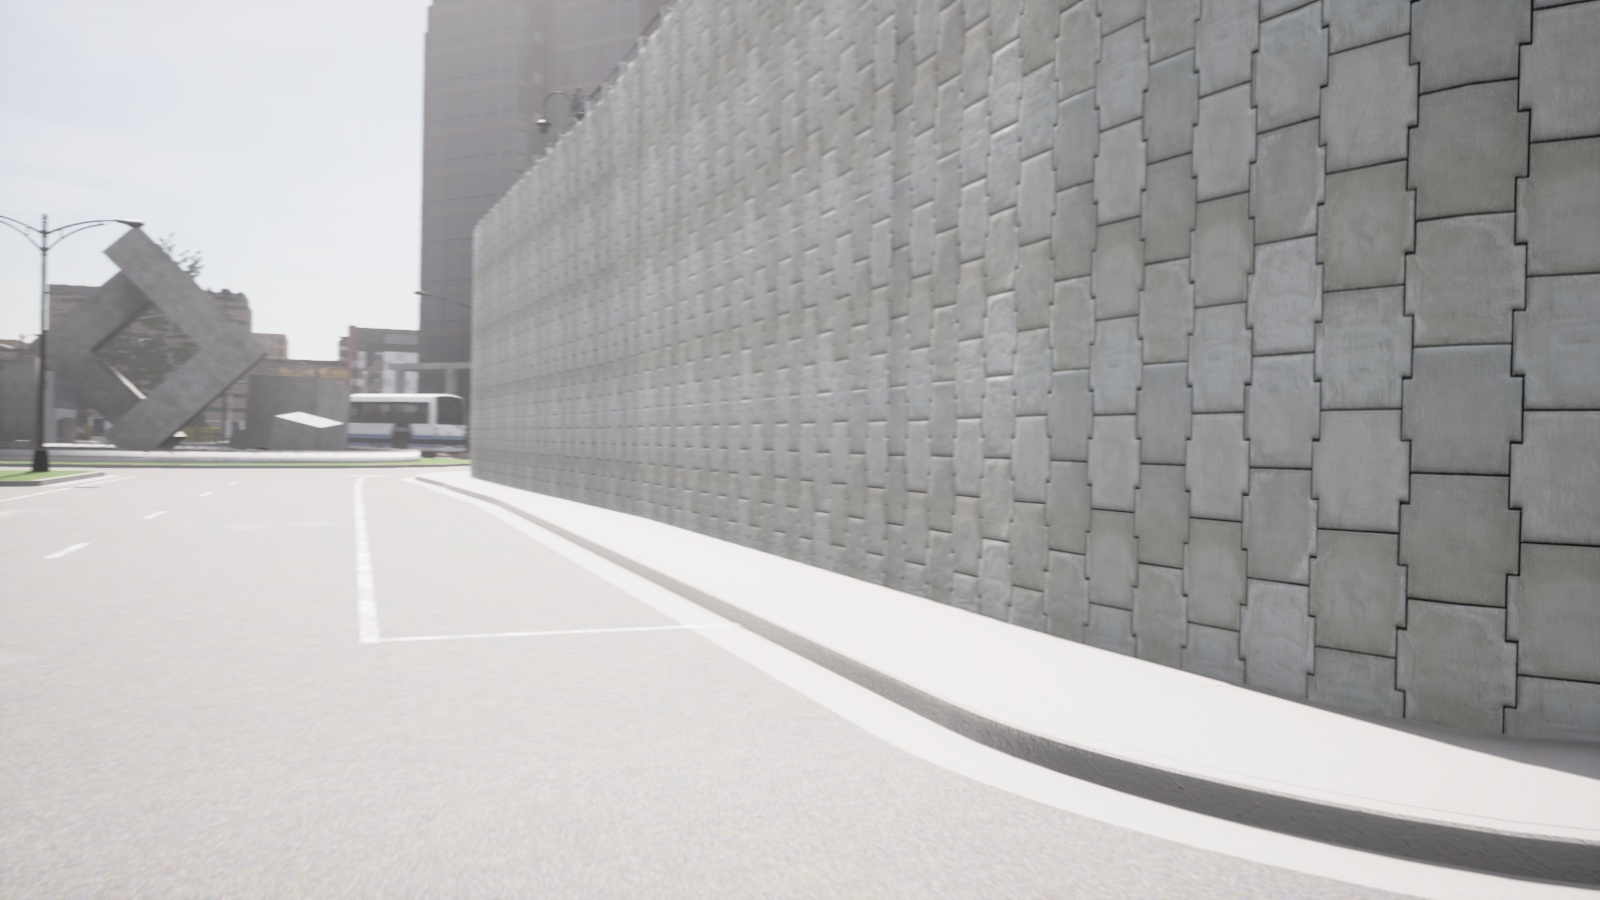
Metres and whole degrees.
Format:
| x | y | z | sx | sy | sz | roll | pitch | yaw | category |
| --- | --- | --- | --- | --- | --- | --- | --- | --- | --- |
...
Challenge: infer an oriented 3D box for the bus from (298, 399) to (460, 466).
| x | y | z | sx | sy | sz | roll | pitch | yaw | category |
| --- | --- | --- | --- | --- | --- | --- | --- | --- | --- |
| -28.107 | -1.108 | 83.736 | 10.273 | 4.253 | 3.944 | 0 | 0 | 24 | bus |
